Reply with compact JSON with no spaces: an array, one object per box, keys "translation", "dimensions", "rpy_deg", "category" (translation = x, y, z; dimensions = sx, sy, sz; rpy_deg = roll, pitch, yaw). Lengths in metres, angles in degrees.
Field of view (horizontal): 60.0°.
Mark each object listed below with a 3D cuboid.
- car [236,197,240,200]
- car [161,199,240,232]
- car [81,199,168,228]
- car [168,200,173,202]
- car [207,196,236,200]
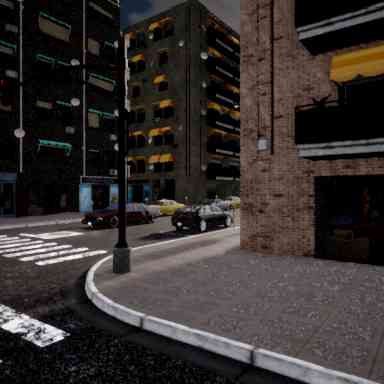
[{"translation":[4.207,1.111,36.515],"dimensions":[1.752,1.417,4.829],"rpy_deg":[1,1,36],"category":"car"},{"translation":[0.662,1.333,18.290],"dimensions":[2.008,1.369,4.403],"rpy_deg":[1,1,36],"category":"car"},{"translation":[-4.194,1.348,20.840],"dimensions":[2.033,1.411,5.357],"rpy_deg":[0,1,36],"category":"car"},{"translation":[-2.479,1.252,27.355],"dimensions":[1.752,1.417,4.829],"rpy_deg":[1,1,36],"category":"car"},{"translation":[1.648,1.241,28.833],"dimensions":[1.994,1.385,4.181],"rpy_deg":[0,1,37],"category":"car"}]
